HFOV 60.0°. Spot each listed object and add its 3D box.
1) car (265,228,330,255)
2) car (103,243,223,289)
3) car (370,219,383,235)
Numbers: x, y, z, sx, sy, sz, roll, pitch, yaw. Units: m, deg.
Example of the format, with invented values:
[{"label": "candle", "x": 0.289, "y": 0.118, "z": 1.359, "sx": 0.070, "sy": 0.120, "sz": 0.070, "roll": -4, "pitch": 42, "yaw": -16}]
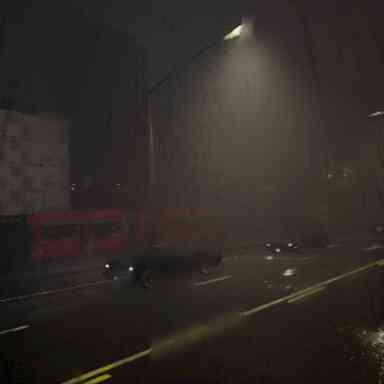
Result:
[{"label": "car", "x": 6.607, "y": 2.914, "z": 20.344, "sx": 2.033, "sy": 1.411, "sz": 5.357, "roll": -7, "pitch": -7, "yaw": 44}, {"label": "car", "x": -0.984, "y": 2.700, "z": 12.850, "sx": 1.895, "sy": 1.301, "sz": 4.718, "roll": -7, "pitch": -6, "yaw": 44}, {"label": "car", "x": 19.036, "y": 3.328, "z": 32.478, "sx": 4.902, "sy": 1.511, "sz": 2.128, "roll": 2, "pitch": -7, "yaw": -44}]
